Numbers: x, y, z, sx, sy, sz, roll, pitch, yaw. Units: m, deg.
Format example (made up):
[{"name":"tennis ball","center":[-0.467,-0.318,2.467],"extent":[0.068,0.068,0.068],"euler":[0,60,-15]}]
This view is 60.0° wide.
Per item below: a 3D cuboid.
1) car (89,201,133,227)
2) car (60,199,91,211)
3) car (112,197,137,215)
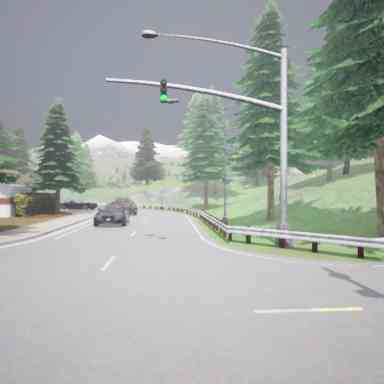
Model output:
[{"name":"car","center":[-5.367,1.523,22.590],"extent":[1.994,1.385,4.181],"euler":[0,0,-5]},{"name":"car","center":[-13.734,1.536,39.682],"extent":[4.718,1.301,1.895],"euler":[0,0,11]},{"name":"car","center":[-6.742,1.295,32.319],"extent":[2.097,1.767,4.553],"euler":[0,0,-22]}]
